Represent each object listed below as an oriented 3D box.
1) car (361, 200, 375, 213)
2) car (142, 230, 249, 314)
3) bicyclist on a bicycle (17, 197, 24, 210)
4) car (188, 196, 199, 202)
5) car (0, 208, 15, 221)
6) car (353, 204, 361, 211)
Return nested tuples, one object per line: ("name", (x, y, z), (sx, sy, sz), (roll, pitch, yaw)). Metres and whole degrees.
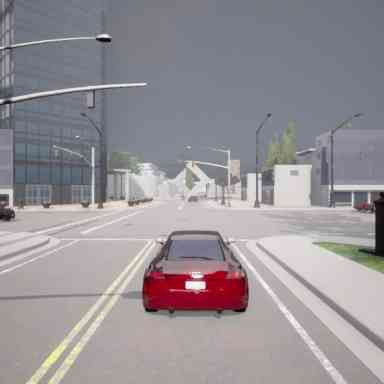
("car", (20.214, 1.553, 33.644), (4.718, 1.301, 1.895), (0, 0, 0))
("car", (0.074, 1.564, 7.695), (1.994, 1.385, 4.181), (0, 0, 0))
("bicyclist on a bicycle", (-21.982, 1.466, 42.585), (0.582, 1.620, 1.656), (-1, 0, 0))
("car", (0.414, 1.524, 75.265), (1.812, 1.442, 4.674), (0, 0, 8))
("car", (-16.602, 1.587, 26.151), (5.008, 1.535, 1.882), (-1, 0, 0))
("car", (20.656, 1.553, 37.139), (4.718, 1.301, 1.895), (0, 0, 0))
